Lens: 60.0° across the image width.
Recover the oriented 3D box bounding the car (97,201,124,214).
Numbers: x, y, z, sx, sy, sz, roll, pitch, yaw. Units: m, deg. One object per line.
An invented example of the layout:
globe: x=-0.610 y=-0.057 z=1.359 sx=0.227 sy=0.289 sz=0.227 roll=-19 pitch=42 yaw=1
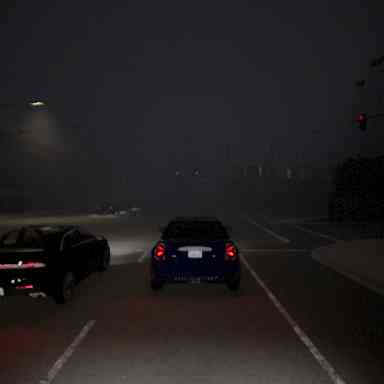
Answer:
car: x=-10.619 y=1.906 z=42.635 sx=2.097 sy=1.767 sz=4.553 roll=0 pitch=-1 yaw=0

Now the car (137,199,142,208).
car: x=-10.573 y=2.122 z=62.820 sx=2.128 sy=1.511 sz=4.902 roll=0 pitch=0 yaw=0

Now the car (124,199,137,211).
car: x=-10.616 y=2.144 z=52.413 sx=2.128 sy=1.511 sz=4.902 roll=0 pitch=0 yaw=0

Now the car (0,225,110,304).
car: x=-3.423 y=1.555 z=8.243 sx=2.128 sy=1.511 sz=4.902 roll=0 pitch=-1 yaw=0

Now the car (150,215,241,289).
car: x=0.080 y=1.425 z=9.509 sx=2.097 sy=1.767 sz=4.553 roll=0 pitch=-1 yaw=0
